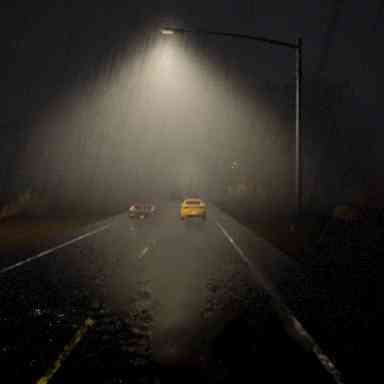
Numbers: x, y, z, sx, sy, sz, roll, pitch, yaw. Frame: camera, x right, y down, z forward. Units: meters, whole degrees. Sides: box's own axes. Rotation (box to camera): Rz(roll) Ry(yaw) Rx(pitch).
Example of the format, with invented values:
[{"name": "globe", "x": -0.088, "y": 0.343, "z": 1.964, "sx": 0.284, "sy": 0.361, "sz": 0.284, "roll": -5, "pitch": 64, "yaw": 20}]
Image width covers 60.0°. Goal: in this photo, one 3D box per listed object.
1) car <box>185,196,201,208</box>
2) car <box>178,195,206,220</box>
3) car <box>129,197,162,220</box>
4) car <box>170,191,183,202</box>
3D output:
[{"name": "car", "x": 0.108, "y": 1.303, "z": 43.027, "sx": 1.994, "sy": 1.385, "sz": 4.181, "roll": 0, "pitch": 0, "yaw": 0}, {"name": "car", "x": 0.106, "y": 1.314, "z": 26.746, "sx": 1.882, "sy": 1.535, "sz": 5.008, "roll": 0, "pitch": 0, "yaw": 0}, {"name": "car", "x": -3.591, "y": 1.191, "z": 26.226, "sx": 2.097, "sy": 1.767, "sz": 4.553, "roll": 0, "pitch": 0, "yaw": 0}, {"name": "car", "x": -2.992, "y": 0.822, "z": 65.163, "sx": 2.150, "sy": 2.045, "sz": 5.566, "roll": 0, "pitch": 1, "yaw": 3}]
